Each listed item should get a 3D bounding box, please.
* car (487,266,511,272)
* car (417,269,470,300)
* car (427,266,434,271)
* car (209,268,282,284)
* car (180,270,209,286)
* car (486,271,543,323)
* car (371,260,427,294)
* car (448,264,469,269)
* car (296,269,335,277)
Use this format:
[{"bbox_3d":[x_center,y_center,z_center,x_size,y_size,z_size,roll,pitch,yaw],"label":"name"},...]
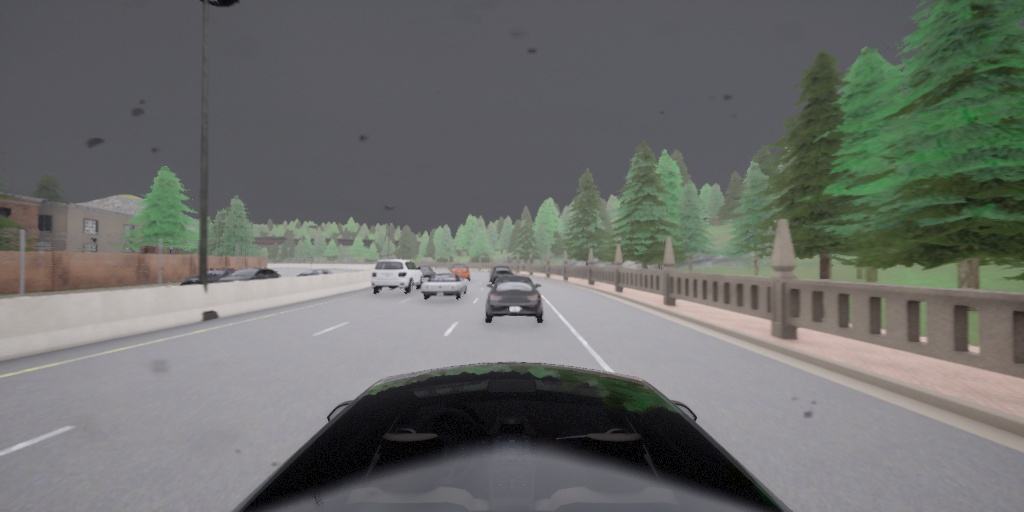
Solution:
[{"bbox_3d":[-0.976,1.643,30.938,1.837,1.490,4.892,0,-1,-7],"label":"car"},{"bbox_3d":[-3.542,1.592,19.601,1.895,1.301,4.718,0,-1,-2],"label":"car"},{"bbox_3d":[-9.606,1.826,39.529,1.994,1.385,4.181,0,-1,-12],"label":"car"},{"bbox_3d":[-17.975,1.585,24.843,1.837,1.490,4.892,0,-1,-4],"label":"car"},{"bbox_3d":[-21.591,1.655,26.663,2.033,1.411,5.357,0,-1,-5],"label":"car"},{"bbox_3d":[0.072,1.422,12.804,1.812,1.442,4.674,0,-1,0],"label":"car"},{"bbox_3d":[-7.222,1.261,22.981,2.150,2.045,5.566,0,-1,-3],"label":"car"},{"bbox_3d":[-5.555,1.579,37.266,2.097,1.767,4.553,0,-1,-11],"label":"car"},{"bbox_3d":[-14.603,1.665,26.852,1.994,1.385,4.181,0,-1,-5],"label":"car"}]
